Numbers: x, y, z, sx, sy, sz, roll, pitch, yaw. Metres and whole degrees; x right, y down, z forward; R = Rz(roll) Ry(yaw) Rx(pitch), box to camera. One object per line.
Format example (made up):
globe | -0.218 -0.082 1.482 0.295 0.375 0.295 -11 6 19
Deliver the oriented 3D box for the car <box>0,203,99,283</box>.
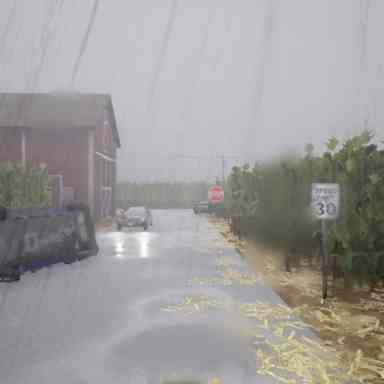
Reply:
car | -4.530 1.391 9.761 1.301 1.895 4.718 -17 -6 20

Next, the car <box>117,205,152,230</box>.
car | -3.682 1.641 21.986 1.812 1.442 4.674 0 0 -1

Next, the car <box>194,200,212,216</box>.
car | 1.867 1.575 34.450 2.128 1.511 4.902 0 0 27
